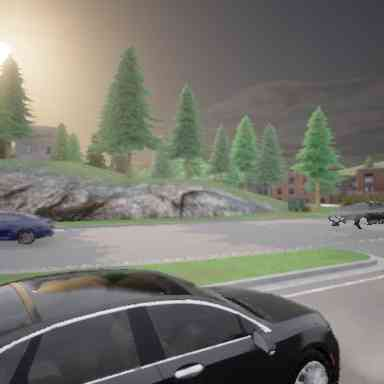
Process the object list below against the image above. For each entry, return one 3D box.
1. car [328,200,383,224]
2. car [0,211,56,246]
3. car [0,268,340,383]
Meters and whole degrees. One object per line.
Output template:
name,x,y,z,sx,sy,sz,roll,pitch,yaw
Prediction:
car,9.781,1.255,18.781,4.892,1.490,1.837,0,0,-29
car,-8.444,1.545,14.469,4.674,1.442,1.812,0,0,-16
car,-0.568,1.515,3.088,4.892,1.490,1.837,1,-1,-36
